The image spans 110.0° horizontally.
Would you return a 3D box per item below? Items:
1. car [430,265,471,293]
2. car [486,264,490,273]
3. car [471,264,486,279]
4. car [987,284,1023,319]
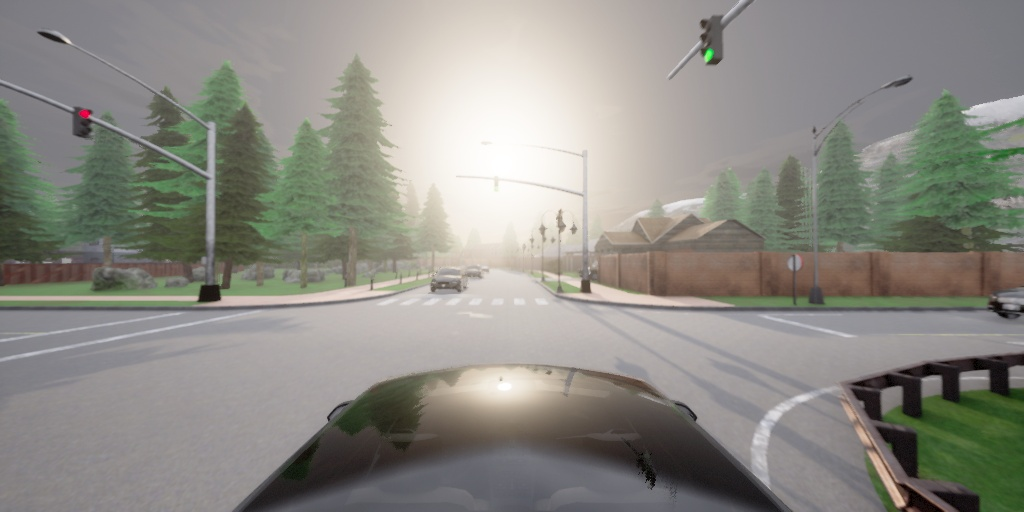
[{"bbox_3d":[-4.024,1.514,23.389,1.837,1.490,4.892,0,-1,0],"label":"car"},{"bbox_3d":[-4.493,1.958,56.017,1.812,1.442,4.674,0,-1,-3],"label":"car"},{"bbox_3d":[-4.155,1.717,39.183,1.837,1.490,4.892,0,0,-1],"label":"car"},{"bbox_3d":[18.124,1.336,11.233,4.902,1.511,2.128,0,-1,1],"label":"car"}]
